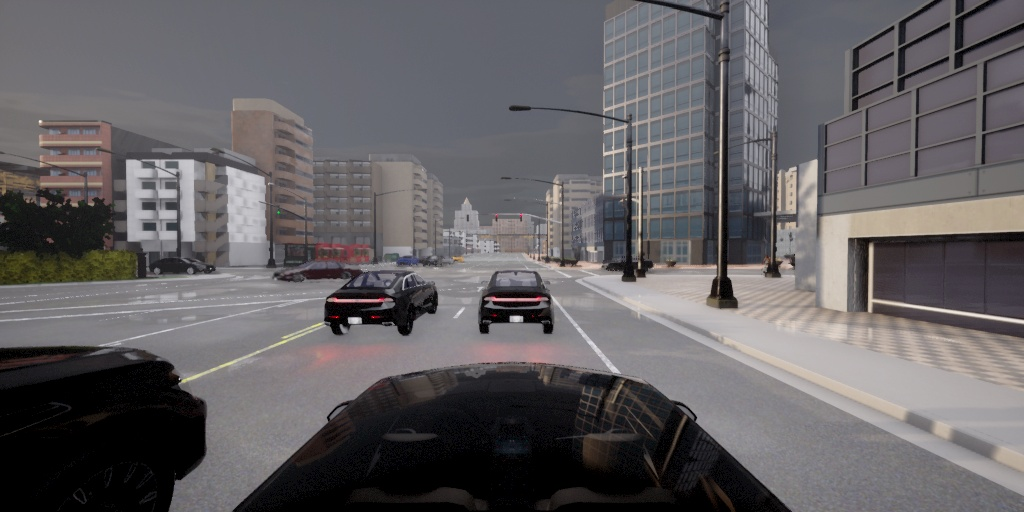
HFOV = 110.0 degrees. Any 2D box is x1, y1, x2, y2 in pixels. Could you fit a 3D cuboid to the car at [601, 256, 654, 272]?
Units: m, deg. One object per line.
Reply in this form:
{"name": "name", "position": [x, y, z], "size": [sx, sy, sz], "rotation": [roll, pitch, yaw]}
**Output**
{"name": "car", "position": [11.070, 0.774, 34.607], "size": [4.902, 1.511, 2.128], "rotation": [0, 1, 1]}

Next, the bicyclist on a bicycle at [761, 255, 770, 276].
{"name": "bicyclist on a bicycle", "position": [19.195, 0.718, 26.861], "size": [1.656, 1.620, 0.582], "rotation": [-1, 1, -23]}

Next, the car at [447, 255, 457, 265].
{"name": "car", "position": [-10.493, 0.715, 57.221], "size": [1.895, 1.301, 4.718], "rotation": [0, 0, 0]}

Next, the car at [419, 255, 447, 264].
{"name": "car", "position": [-10.508, 0.646, 47.878], "size": [1.882, 1.535, 5.008], "rotation": [0, 0, 0]}

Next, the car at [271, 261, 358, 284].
{"name": "car", "position": [-13.045, 1.016, 24.397], "size": [2.033, 1.411, 5.357], "rotation": [1, 1, 41]}

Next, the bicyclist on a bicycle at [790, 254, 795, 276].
{"name": "bicyclist on a bicycle", "position": [21.138, 0.635, 26.595], "size": [1.656, 1.620, 0.582], "rotation": [-22, -1, -26]}

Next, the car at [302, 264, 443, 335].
{"name": "car", "position": [-3.390, 1.154, 10.175], "size": [2.128, 1.511, 4.902], "rotation": [0, 1, 0]}

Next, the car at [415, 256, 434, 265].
{"name": "car", "position": [-13.984, 0.679, 57.432], "size": [1.994, 1.385, 4.181], "rotation": [0, 0, 0]}

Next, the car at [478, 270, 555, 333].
{"name": "car", "position": [0.113, 1.153, 10.369], "size": [2.128, 1.511, 4.902], "rotation": [0, 1, 0]}

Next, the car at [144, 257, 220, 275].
{"name": "car", "position": [-28.710, 0.859, 31.295], "size": [4.892, 1.490, 1.837], "rotation": [0, 1, 1]}

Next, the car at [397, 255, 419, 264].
{"name": "car", "position": [-14.002, 0.640, 48.433], "size": [1.882, 1.535, 5.008], "rotation": [0, 0, 0]}

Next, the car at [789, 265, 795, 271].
{"name": "car", "position": [29.398, 0.776, 34.341], "size": [4.902, 1.511, 2.128], "rotation": [0, 1, 1]}

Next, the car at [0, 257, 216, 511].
{"name": "car", "position": [-3.402, 0.971, 0.317], "size": [2.150, 2.045, 5.566], "rotation": [0, 0, 0]}
